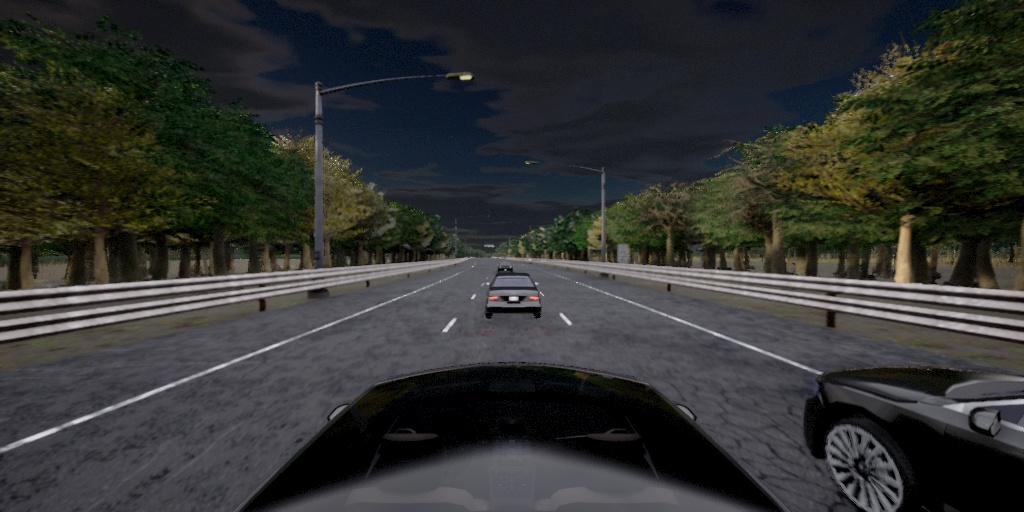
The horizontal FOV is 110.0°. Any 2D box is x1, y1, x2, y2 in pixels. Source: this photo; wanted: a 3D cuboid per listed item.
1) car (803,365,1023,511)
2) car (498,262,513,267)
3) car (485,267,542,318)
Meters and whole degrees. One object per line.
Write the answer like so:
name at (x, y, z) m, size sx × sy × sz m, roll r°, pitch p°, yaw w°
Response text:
car at (3.587, 1.240, 1.287) m, size 2.128 × 1.511 × 4.902 m, roll 0°, pitch 0°, yaw 0°
car at (-0.865, 1.355, 44.599) m, size 1.895 × 1.301 × 4.718 m, roll 0°, pitch 0°, yaw -2°
car at (0.019, 1.298, 13.018) m, size 2.033 × 1.411 × 5.357 m, roll 0°, pitch 0°, yaw -1°
